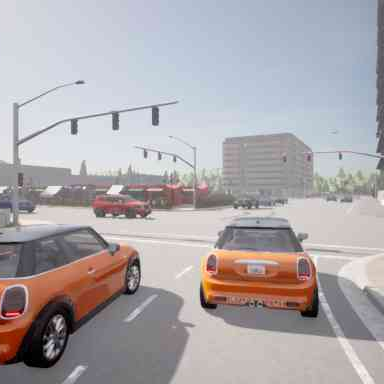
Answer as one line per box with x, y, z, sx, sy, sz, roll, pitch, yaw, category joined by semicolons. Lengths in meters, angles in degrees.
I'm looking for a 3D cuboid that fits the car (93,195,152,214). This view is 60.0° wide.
-6.246;1.275;29.446;5.566;2.045;2.150;-1;0;28;car

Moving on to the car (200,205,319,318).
1.603;1.352;7.770;2.097;1.767;4.553;0;0;14;car

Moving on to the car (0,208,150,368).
-2.509;1.352;6.052;2.097;1.767;4.553;0;0;9;car

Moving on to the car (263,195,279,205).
11.940;1.352;53.366;2.097;1.767;4.553;0;0;27;car

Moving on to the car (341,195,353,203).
31.954;1.595;68.991;1.895;1.301;4.718;0;0;27;car

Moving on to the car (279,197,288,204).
16.565;1.600;62.209;1.895;1.301;4.718;0;0;28;car

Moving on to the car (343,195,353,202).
36.526;1.500;77.823;1.837;1.490;4.892;0;0;27;car

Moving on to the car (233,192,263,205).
7.349;1.221;44.516;2.150;2.045;5.566;0;0;27;car

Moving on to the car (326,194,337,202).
33.386;1.355;79.371;2.097;1.767;4.553;0;0;27;car

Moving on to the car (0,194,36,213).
-19.737;1.275;36.564;5.566;2.045;2.150;0;0;28;car
